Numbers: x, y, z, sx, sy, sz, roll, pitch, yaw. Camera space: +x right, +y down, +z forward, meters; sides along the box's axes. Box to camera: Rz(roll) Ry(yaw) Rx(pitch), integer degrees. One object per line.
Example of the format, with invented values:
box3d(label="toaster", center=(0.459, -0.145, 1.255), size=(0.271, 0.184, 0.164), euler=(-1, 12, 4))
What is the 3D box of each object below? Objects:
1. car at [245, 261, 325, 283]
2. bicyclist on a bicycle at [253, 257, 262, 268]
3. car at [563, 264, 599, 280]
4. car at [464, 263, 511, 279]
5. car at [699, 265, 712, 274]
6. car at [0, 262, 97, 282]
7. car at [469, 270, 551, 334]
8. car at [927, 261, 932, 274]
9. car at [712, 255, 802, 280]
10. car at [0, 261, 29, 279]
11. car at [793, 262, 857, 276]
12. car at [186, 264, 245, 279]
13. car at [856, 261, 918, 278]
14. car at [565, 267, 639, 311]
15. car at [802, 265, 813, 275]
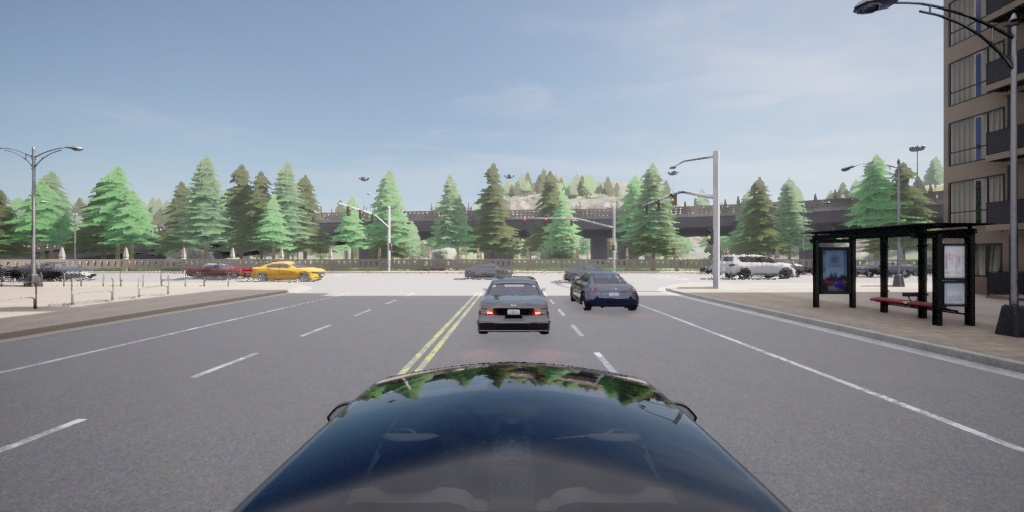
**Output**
box3d(label="car", center=(-16.742, 1.172, 26.980), size=(5.008, 1.535, 1.882), euler=(0, 0, 1))
box3d(label="bicyclist on a bicycle", center=(-29.468, 0.995, 41.636), size=(0.582, 1.620, 1.656), euler=(0, 0, 1))
box3d(label="car", center=(5.905, 1.290, 26.675), size=(4.181, 1.385, 1.994), euler=(0, 0, 1))
box3d(label="car", center=(-1.959, 1.284, 30.280), size=(4.181, 1.385, 1.994), euler=(0, 0, 1))
box3d(label="car", center=(22.405, 1.242, 37.129), size=(5.357, 1.411, 2.033), euler=(0, 0, 1))
box3d(label="car", center=(-34.536, 1.186, 27.126), size=(4.902, 1.511, 2.128), euler=(0, 0, 0))
box3d(label="car", center=(0.058, 1.297, 10.540), size=(2.033, 1.411, 5.357), euler=(0, 0, 1))
box3d(label="car", center=(40.977, 1.220, 35.164), size=(4.674, 1.442, 1.812), euler=(0, 0, 17))
box3d(label="car", center=(20.353, 0.916, 29.987), size=(5.566, 2.045, 2.150), euler=(0, 0, 1))
box3d(label="car", center=(-44.725, 1.172, 30.131), size=(5.008, 1.535, 1.882), euler=(0, 0, -10))
box3d(label="car", center=(31.984, 1.295, 36.729), size=(4.718, 1.301, 1.895), euler=(0, 0, 4))
box3d(label="car", center=(-24.724, 1.295, 30.581), size=(4.718, 1.301, 1.895), euler=(0, 0, 1))
box3d(label="car", center=(33.860, 1.186, 33.007), size=(4.902, 1.511, 2.128), euler=(0, 0, 6))
box3d(label="car", center=(3.577, 1.314, 14.551), size=(1.994, 1.385, 4.181), euler=(0, 0, 0))
box3d(label="car", center=(24.522, 1.186, 33.549), size=(4.902, 1.511, 2.128), euler=(0, 0, 2))
